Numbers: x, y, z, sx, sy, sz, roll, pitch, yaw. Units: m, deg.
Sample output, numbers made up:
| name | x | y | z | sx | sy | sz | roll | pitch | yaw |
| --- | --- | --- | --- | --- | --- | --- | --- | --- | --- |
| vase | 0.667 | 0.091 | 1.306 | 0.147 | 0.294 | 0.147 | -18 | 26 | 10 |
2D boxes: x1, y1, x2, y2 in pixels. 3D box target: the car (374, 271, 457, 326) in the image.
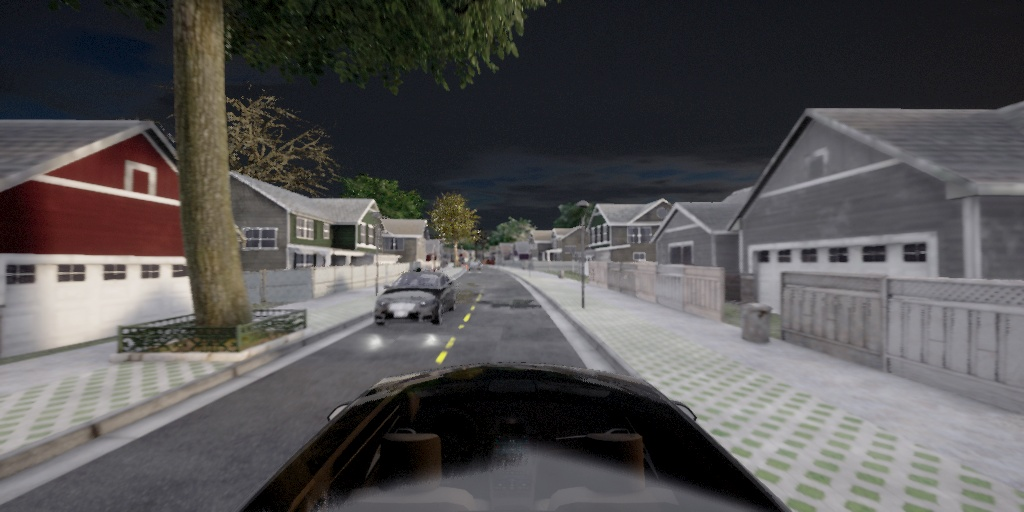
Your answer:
| name | x | y | z | sx | sy | sz | roll | pitch | yaw |
| --- | --- | --- | --- | --- | --- | --- | --- | --- | --- |
| car | -2.986 | 1.275 | 11.915 | 2.128 | 1.511 | 4.902 | 0 | 0 | -1 |

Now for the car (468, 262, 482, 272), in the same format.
| name | x | y | z | sx | sy | sz | roll | pitch | yaw |
| --- | --- | --- | --- | --- | --- | --- | --- | --- | --- |
| car | -5.655 | 1.607 | 54.559 | 1.812 | 1.442 | 4.674 | 0 | -1 | -6 |

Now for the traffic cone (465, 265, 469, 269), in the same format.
| name | x | y | z | sx | sy | sz | roll | pitch | yaw |
| --- | --- | --- | --- | --- | --- | --- | --- | --- | --- |
| traffic cone | -7.680 | 2.121 | 63.115 | 0.340 | 0.580 | 0.340 | 0 | 0 | -7 |
